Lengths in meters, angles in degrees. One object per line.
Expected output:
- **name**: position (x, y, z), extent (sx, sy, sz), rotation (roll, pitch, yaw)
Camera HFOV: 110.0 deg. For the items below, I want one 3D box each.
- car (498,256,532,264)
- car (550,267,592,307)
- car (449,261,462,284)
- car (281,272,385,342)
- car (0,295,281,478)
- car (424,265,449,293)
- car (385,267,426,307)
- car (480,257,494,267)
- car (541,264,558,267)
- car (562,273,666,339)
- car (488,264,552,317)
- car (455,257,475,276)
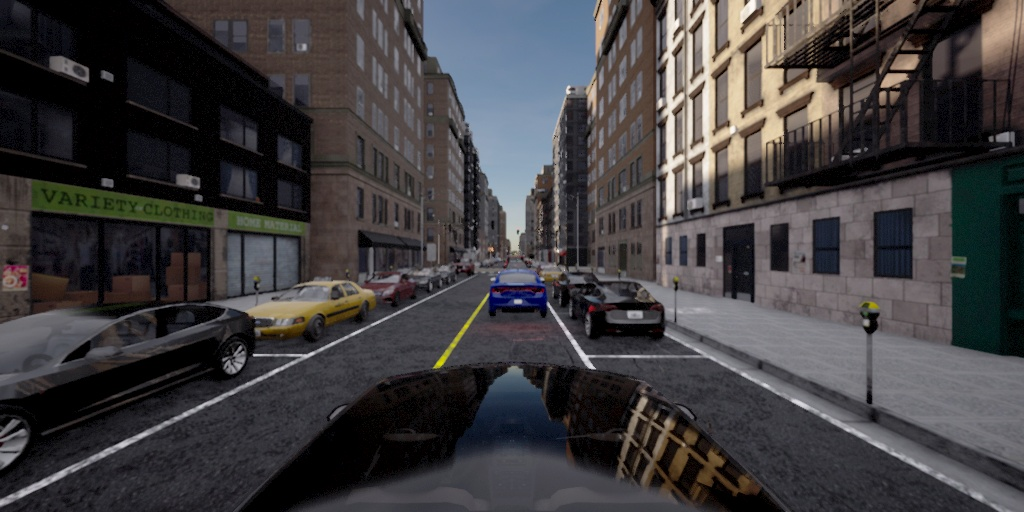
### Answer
- **car**: position (0.335, 1.105, 25.707), extent (2.097, 1.767, 4.553), rotation (0, 0, 1)
- **car**: position (2.764, 1.320, 15.315), extent (1.948, 1.339, 4.313), rotation (0, 0, 1)
- **car**: position (-5.150, 1.303, 26.232), extent (2.007, 1.370, 4.403), rotation (0, 0, 1)
- **car**: position (-5.318, 1.278, 9.824), extent (1.751, 1.417, 4.829), rotation (0, 0, 1)
- **car**: position (-5.371, 1.316, 4.581), extent (1.948, 1.339, 4.313), rotation (0, 0, 1)
- **car**: position (-5.205, 1.304, 20.819), extent (2.007, 1.370, 4.403), rotation (0, 0, 1)
- **car**: position (-5.261, 1.336, 15.407), extent (1.802, 1.307, 4.207), rotation (0, 0, 1)
- **car**: position (-4.768, 1.291, 63.519), extent (2.007, 1.370, 4.403), rotation (0, 0, 1)
- **car**: position (2.876, 1.278, 26.311), extent (1.751, 1.417, 4.829), rotation (0, 0, 1)
- **car**: position (2.709, 1.318, 9.903), extent (1.948, 1.339, 4.313), rotation (0, 0, 1)
- **car**: position (0.205, 1.231, 13.219), extent (1.882, 1.535, 5.008), rotation (0, 0, 1)
- **car**: position (-5.039, 1.064, 37.057), extent (2.192, 1.841, 5.009), rotation (0, 0, 1)
